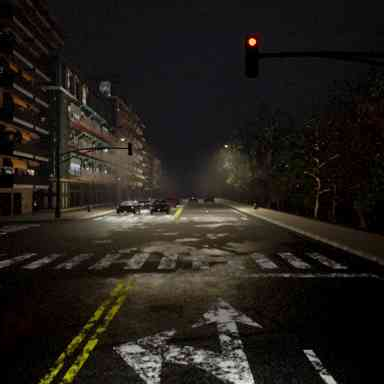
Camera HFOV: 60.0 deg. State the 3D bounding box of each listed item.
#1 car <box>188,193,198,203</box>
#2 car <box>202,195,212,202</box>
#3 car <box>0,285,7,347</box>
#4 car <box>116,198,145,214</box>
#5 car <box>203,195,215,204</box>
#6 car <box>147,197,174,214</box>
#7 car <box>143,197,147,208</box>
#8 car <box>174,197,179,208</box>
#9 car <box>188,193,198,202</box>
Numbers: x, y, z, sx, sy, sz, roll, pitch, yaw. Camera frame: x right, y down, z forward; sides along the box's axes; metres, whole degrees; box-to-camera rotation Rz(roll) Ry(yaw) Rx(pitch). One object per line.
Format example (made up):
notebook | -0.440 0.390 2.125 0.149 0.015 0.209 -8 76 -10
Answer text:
car | 0.316 1.512 66.466 2.128 1.511 4.902 0 0 0
car | 3.498 1.498 76.468 2.033 1.411 5.357 0 0 0
car | -3.345 1.505 2.426 1.837 1.490 4.892 0 0 0
car | -6.494 1.605 34.605 1.895 1.301 4.718 0 0 0
car | 3.464 1.525 66.049 1.837 1.490 4.892 0 0 0
car | -3.237 1.509 34.943 1.837 1.490 4.892 0 0 0
car | -6.456 1.499 44.970 2.128 1.511 4.902 0 0 0
car | -3.194 1.535 47.506 1.812 1.442 4.674 0 0 0
car | 0.249 1.253 76.556 2.150 2.045 5.566 0 0 0
